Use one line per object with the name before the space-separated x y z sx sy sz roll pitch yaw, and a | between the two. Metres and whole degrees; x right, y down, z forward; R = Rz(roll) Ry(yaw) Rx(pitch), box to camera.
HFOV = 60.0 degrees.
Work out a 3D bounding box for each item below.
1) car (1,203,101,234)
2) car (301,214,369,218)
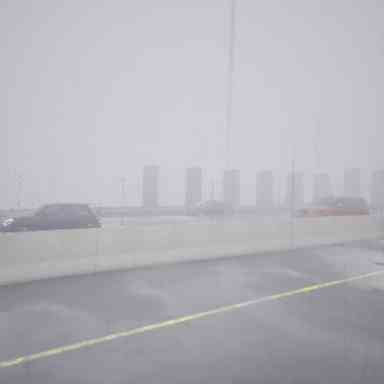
car | -6.867 1.314 16.144 4.553 1.767 2.097 0 0 -34
car | 9.320 1.310 22.000 5.566 2.045 2.150 1 0 -29
